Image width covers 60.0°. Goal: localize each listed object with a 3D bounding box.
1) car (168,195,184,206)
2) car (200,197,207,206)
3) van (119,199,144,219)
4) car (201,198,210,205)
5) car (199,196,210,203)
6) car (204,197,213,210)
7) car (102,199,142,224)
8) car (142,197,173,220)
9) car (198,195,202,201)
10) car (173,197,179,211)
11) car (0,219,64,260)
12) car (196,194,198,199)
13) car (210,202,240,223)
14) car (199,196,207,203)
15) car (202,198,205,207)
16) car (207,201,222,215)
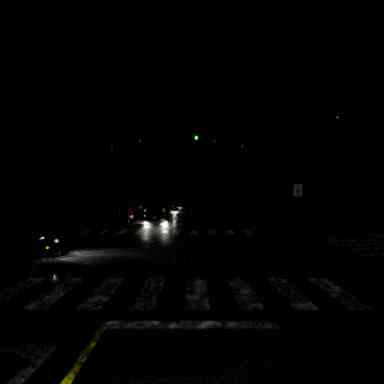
[{"bbox_3d":[-3.011,1.680,62.041,1.882,1.535,5.008,0,0,0],"label":"car"},{"bbox_3d":[2.755,1.895,53.930,1.887,1.381,4.507,0,0,0],"label":"car"},{"bbox_3d":[-5.767,1.561,32.268,1.690,1.788,3.998,0,0,0],"label":"van"},{"bbox_3d":[2.752,1.966,70.361,1.752,1.417,4.829,0,0,0],"label":"car"},{"bbox_3d":[2.754,1.947,59.350,1.947,1.339,4.313,0,0,0],"label":"car"},{"bbox_3d":[2.758,1.694,37.670,1.967,1.590,4.097,0,0,0],"label":"car"},{"bbox_3d":[-5.766,1.500,26.848,2.192,1.841,5.009,0,0,0],"label":"car"},{"bbox_3d":[-3.100,1.557,29.868,2.097,1.767,4.553,0,0,0],"label":"car"},{"bbox_3d":[2.754,1.726,64.772,2.192,1.841,5.009,0,0,0],"label":"car"},{"bbox_3d":[-3.092,1.805,45.373,1.837,1.490,4.892,0,0,0],"label":"car"},{"bbox_3d":[-7.014,1.692,12.308,4.181,1.385,1.994,-2,0,0],"label":"car"},{"bbox_3d":[2.751,1.811,81.032,2.192,1.841,5.009,0,0,0],"label":"car"},{"bbox_3d":[2.759,1.751,26.829,1.947,1.339,4.313,0,0,0],"label":"car"},{"bbox_3d":[2.750,1.964,86.452,1.967,1.590,4.097,0,0,0],"label":"car"},{"bbox_3d":[2.756,1.901,48.509,1.802,1.307,4.206,0,0,0],"label":"car"},{"bbox_3d":[2.758,1.802,32.248,1.802,1.307,4.206,0,0,0],"label":"car"}]
